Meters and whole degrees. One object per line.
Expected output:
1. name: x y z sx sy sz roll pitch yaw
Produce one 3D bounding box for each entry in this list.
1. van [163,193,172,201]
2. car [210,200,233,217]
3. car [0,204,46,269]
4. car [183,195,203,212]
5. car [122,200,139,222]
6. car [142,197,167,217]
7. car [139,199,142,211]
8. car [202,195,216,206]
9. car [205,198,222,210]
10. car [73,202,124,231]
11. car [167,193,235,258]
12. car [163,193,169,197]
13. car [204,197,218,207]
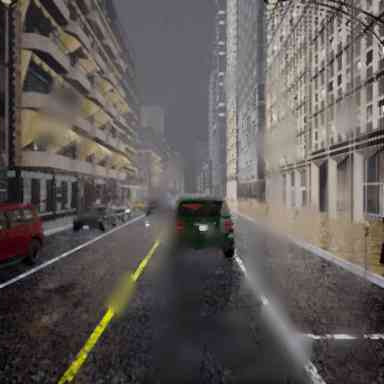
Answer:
1. van: -5.661 1.192 76.521 1.690 1.788 3.998 0 0 0
2. car: 2.702 1.510 31.329 1.802 1.307 4.206 0 0 0
3. car: -5.687 1.293 8.737 2.192 1.841 5.009 0 0 0
4. car: 0.115 1.266 38.547 2.097 1.767 4.553 0 0 0
5. car: -5.680 1.490 25.683 2.008 1.369 4.403 0 0 0
6. car: -3.084 1.435 30.363 1.837 1.490 4.892 0 0 0
7. car: -5.676 1.442 36.811 1.752 1.417 4.829 0 0 0
8. car: 2.711 1.328 53.923 1.967 1.590 4.097 0 0 0
9. car: 2.707 1.473 42.626 1.947 1.339 4.313 0 0 0
10. car: -5.682 1.518 20.035 1.947 1.339 4.313 0 0 0
11. car: 0.245 1.191 12.870 2.150 2.045 5.566 0 0 -3
12. car: -5.664 1.426 70.872 1.947 1.339 4.313 0 0 0
13. car: 2.708 1.479 48.275 1.802 1.307 4.206 0 0 0
